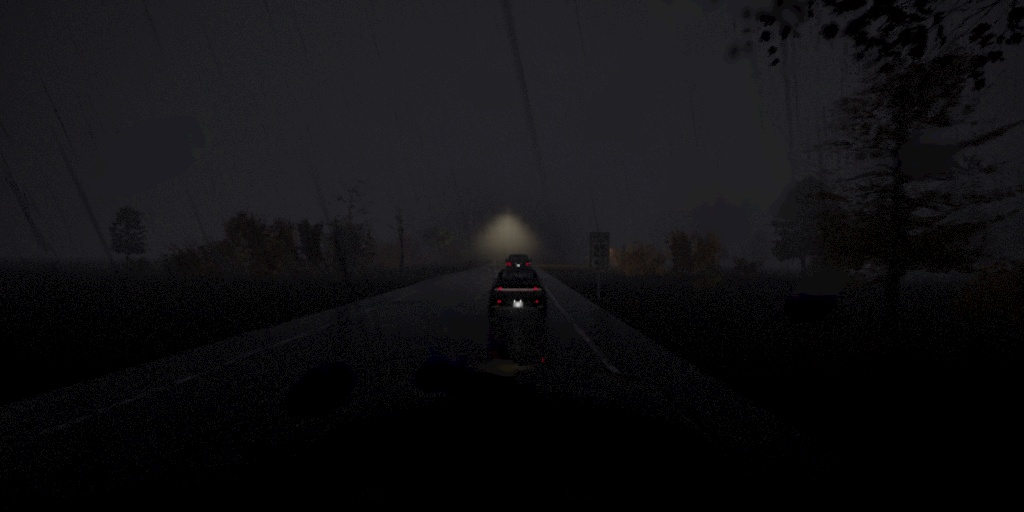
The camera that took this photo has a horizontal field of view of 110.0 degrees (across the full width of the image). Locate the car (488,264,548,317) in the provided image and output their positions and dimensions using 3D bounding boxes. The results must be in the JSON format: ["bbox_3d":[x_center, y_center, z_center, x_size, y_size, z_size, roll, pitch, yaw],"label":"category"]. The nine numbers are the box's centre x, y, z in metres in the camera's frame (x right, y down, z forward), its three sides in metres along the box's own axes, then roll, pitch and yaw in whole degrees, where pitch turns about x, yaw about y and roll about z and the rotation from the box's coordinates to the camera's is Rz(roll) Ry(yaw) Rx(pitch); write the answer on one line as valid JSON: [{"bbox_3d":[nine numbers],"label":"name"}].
[{"bbox_3d":[0.211,1.197,12.922,2.128,1.511,4.902,0,0,1],"label":"car"}]

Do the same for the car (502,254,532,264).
[{"bbox_3d":[0.565,0.862,31.755,2.150,2.045,5.566,0,0,1],"label":"car"}]
